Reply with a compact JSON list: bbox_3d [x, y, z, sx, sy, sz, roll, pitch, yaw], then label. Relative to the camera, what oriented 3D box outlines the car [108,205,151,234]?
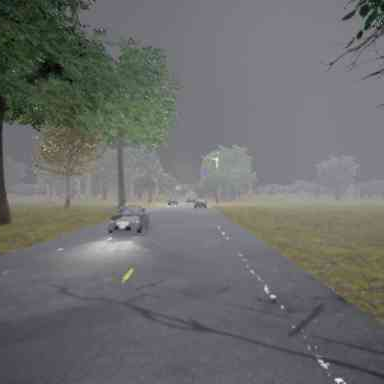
[{"bbox_3d":[-3.601,1.554,19.677,2.128,1.511,4.902,0,0,0],"label":"car"}]

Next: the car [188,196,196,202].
[{"bbox_3d":[-0.013,1.760,84.840,1.994,1.385,4.181,0,0,0],"label":"car"}]

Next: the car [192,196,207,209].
[{"bbox_3d":[1.217,1.710,48.614,1.812,1.442,4.674,0,0,0],"label":"car"}]

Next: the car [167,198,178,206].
[{"bbox_3d":[-3.530,1.797,61.170,2.033,1.411,5.357,0,0,1],"label":"car"}]

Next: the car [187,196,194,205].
[{"bbox_3d":[-0.011,1.600,68.047,2.097,1.767,4.553,0,0,0],"label":"car"}]
